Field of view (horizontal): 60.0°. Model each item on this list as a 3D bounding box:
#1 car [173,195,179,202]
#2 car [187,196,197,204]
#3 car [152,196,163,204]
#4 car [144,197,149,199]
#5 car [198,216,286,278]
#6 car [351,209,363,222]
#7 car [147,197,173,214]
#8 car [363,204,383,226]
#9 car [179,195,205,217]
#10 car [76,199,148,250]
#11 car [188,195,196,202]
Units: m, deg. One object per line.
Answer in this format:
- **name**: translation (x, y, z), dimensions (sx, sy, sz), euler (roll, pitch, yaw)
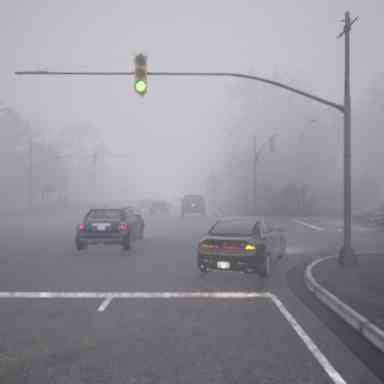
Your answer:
- **car**: translation (-3.500, 1.479, 73.576), dimensions (2.097, 1.767, 4.553), euler (0, 0, 0)
- **car**: translation (0.000, 1.590, 68.583), dimensions (1.882, 1.535, 5.008), euler (0, 0, 0)
- **car**: translation (-7.000, 1.615, 67.819), dimensions (1.837, 1.490, 4.892), euler (0, 0, 0)
- **car**: translation (-7.036, 1.628, 48.084), dimensions (2.033, 1.411, 5.357), euler (0, 0, 1)
- **car**: translation (1.689, 1.523, 10.344), dimensions (1.837, 1.490, 4.892), euler (-1, 0, 22)
- **car**: translation (14.454, 1.589, 24.814), dimensions (5.357, 1.411, 2.033), euler (0, 0, 3)
- **car**: translation (-3.400, 1.565, 35.877), dimensions (1.837, 1.490, 4.892), euler (0, 0, 0)
- **car**: translation (14.052, 1.541, 21.330), dimensions (4.892, 1.490, 1.837), euler (0, 0, 3)
- **car**: translation (0.100, 1.276, 32.352), dimensions (2.150, 2.045, 5.566), euler (0, 0, 0)
- **car**: translation (-3.401, 1.376, 14.618), dimensions (2.097, 1.767, 4.553), euler (0, 0, 0)
- **car**: translation (0.000, 1.493, 79.002), dimensions (1.882, 1.535, 5.008), euler (0, 0, 0)
